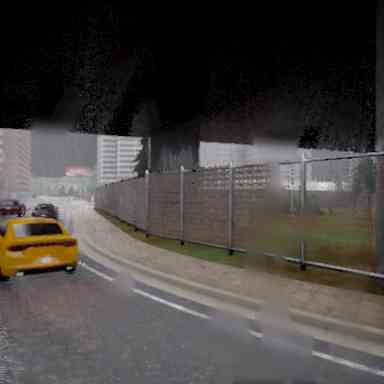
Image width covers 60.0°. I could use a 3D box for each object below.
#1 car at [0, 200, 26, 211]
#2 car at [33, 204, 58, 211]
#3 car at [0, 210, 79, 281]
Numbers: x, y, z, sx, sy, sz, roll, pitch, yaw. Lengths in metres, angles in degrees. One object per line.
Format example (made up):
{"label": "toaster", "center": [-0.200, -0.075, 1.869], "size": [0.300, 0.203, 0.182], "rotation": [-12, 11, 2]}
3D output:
{"label": "car", "center": [-17.926, 1.543, 33.153], "size": [2.097, 1.767, 4.553], "rotation": [1, -1, -20]}
{"label": "car", "center": [-12.432, 1.707, 28.223], "size": [1.812, 1.442, 4.674], "rotation": [1, -1, -20]}
{"label": "car", "center": [-4.994, 1.543, 10.303], "size": [1.882, 1.535, 5.008], "rotation": [0, 0, -34]}
